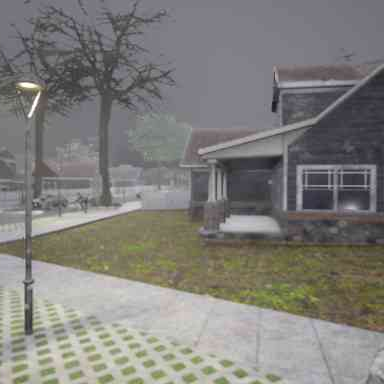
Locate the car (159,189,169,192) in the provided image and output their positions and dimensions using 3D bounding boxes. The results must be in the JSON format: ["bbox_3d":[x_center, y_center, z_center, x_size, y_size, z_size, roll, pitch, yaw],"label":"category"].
[{"bbox_3d":[-5.237,0.029,60.594,1.895,1.301,4.718,1,2,10],"label":"car"}]

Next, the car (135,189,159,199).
[{"bbox_3d":[-6.975,0.321,50.739,1.895,1.301,4.718,1,2,11],"label":"car"}]

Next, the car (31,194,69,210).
[{"bbox_3d":[-13.465,0.905,31.333,1.994,1.385,4.181,1,2,11],"label":"car"}]

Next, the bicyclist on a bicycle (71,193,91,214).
[{"bbox_3d":[-8.559,0.868,25.546,1.656,1.620,0.582,0,2,10],"label":"bicyclist on a bicycle"}]

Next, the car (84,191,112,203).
[{"bbox_3d":[-11.631,0.498,41.329,2.128,1.511,4.902,1,2,10],"label":"car"}]
